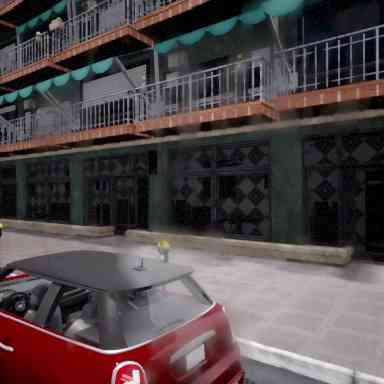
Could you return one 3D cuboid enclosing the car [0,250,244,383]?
[{"bbox_3d":[-1.550,1.440,3.977,4.097,1.590,1.967,0,0,35],"label":"car"}]
